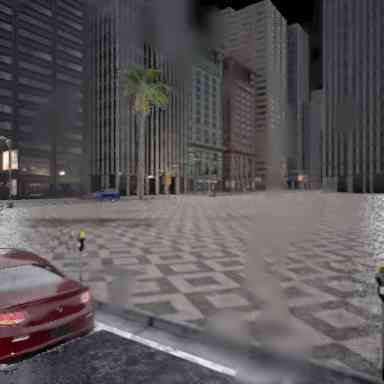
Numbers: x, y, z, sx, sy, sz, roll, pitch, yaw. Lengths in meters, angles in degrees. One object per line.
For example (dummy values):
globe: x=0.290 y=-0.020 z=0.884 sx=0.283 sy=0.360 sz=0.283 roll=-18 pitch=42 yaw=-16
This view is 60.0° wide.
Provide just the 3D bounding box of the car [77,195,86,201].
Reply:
car: x=-18.417 y=0.879 z=60.226 sx=1.895 sy=1.301 sz=4.718 roll=0 pitch=1 yaw=36

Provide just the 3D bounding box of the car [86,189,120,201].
car: x=-15.306 y=0.483 z=58.995 sx=2.150 sy=2.045 sz=5.566 roll=0 pitch=1 yaw=36

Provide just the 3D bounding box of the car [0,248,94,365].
car: x=-3.316 y=1.574 z=5.334 sx=4.206 sy=1.307 sz=1.802 roll=0 pitch=0 yaw=36
